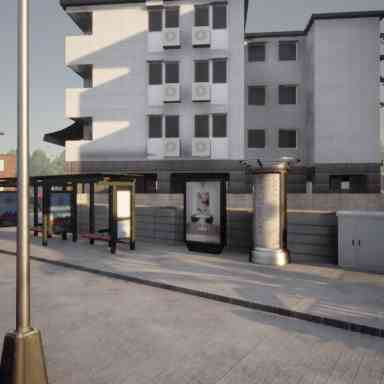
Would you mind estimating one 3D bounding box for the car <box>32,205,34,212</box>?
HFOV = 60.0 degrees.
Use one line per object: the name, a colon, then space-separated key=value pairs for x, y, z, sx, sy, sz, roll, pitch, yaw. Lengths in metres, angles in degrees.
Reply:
car: x=-15.119 y=1.351 z=36.703 sx=2.097 sy=1.767 sz=4.553 roll=0 pitch=0 yaw=36
